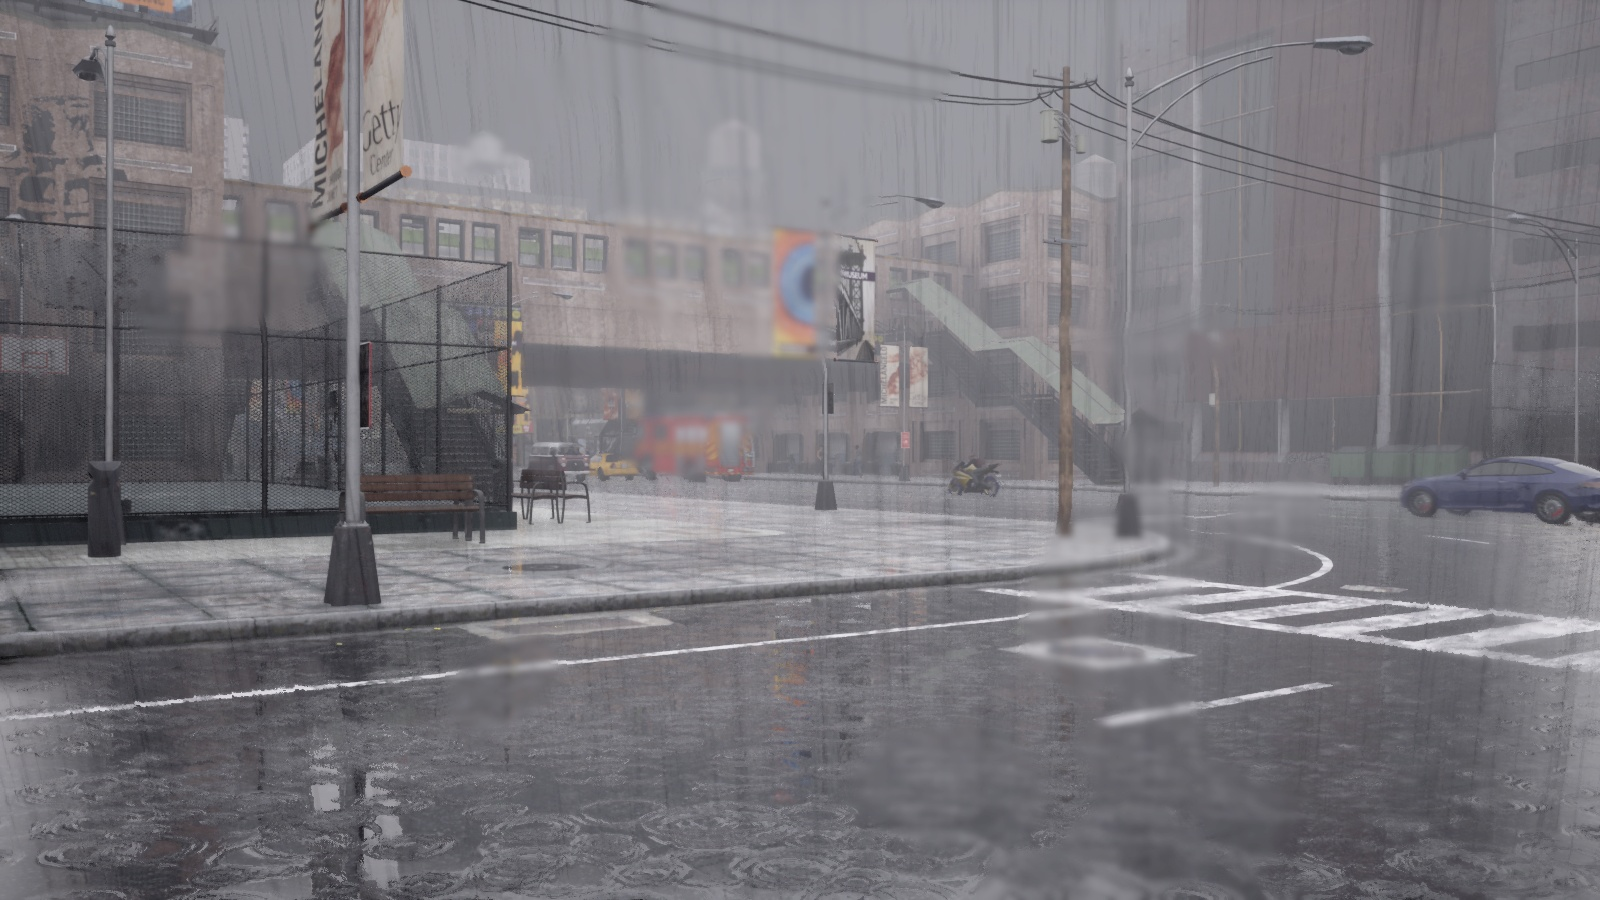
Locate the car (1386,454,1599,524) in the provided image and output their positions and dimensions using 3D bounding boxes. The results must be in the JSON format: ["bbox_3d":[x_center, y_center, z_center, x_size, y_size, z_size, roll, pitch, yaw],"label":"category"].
[{"bbox_3d":[15.990,0.806,28.393,1.812,1.442,4.674,0,0,-34],"label":"car"}]

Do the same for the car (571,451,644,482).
[{"bbox_3d":[-10.457,0.872,67.721,1.801,1.575,5.366,0,0,-34],"label":"car"}]

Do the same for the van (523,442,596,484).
[{"bbox_3d":[-12.318,0.651,64.190,2.069,2.038,4.480,0,0,-34],"label":"van"}]

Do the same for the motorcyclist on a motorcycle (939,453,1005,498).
[{"bbox_3d":[5.975,0.874,43.630,0.866,1.530,2.191,1,-1,-44],"label":"motorcyclist on a motorcycle"}]

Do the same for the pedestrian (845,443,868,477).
[{"bbox_3d":[3.137,0.564,69.276,0.874,1.855,0.900,0,0,-41],"label":"pedestrian"}]

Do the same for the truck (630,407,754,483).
[{"bbox_3d":[-5.929,-0.243,67.220,2.891,3.827,8.468,0,0,-33],"label":"truck"}]
